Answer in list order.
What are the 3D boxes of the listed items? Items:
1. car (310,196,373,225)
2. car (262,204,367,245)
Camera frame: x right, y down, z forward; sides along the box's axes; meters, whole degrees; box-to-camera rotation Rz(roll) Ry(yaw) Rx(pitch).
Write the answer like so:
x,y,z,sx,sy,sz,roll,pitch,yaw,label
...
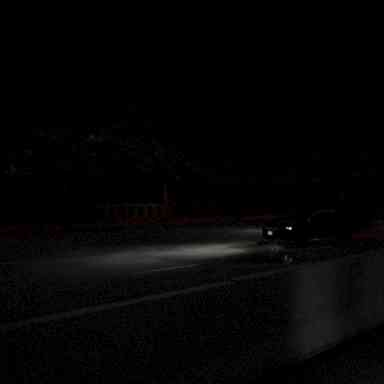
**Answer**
x,y,z,sx,sy,sz,roll,pitch,yaw,label
9.087,1.252,21.399,5.566,2.045,2.150,0,0,-26,car
5.501,1.508,15.512,4.902,1.511,2.128,0,0,-29,car
